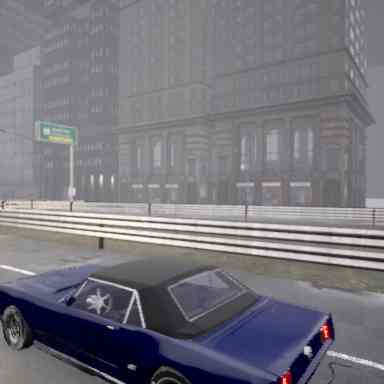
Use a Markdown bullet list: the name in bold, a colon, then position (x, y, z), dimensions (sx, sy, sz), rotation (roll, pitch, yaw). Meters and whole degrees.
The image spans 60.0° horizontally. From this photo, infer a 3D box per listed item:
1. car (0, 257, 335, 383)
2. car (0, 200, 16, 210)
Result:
- **car**: position (-0.751, 1.605, 4.526), dimensions (4.718, 1.301, 1.895), rotation (0, 0, 35)
- **car**: position (-26.536, 1.779, 45.868), dimensions (5.357, 1.411, 2.033), rotation (0, 0, 18)
